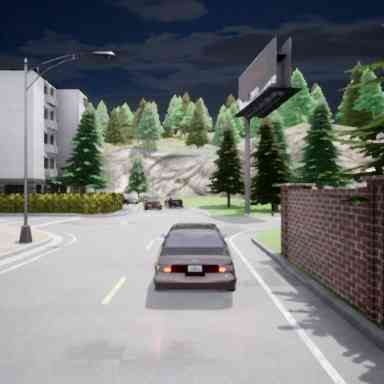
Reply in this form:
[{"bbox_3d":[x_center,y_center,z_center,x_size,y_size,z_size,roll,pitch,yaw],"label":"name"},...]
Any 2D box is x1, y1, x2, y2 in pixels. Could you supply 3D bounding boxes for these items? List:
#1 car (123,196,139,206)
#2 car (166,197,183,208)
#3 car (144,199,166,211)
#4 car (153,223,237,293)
[{"bbox_3d":[-10.457,1.441,55.305,2.128,1.511,4.902,0,0,-32],"label":"car"},{"bbox_3d":[-2.756,1.433,47.555,1.882,1.535,5.008,0,0,-18],"label":"car"},{"bbox_3d":[-4.720,1.526,40.381,1.994,1.385,4.181,0,0,-12],"label":"car"},{"bbox_3d":[0.063,1.539,8.996,2.033,1.411,5.357,0,0,0],"label":"car"}]
